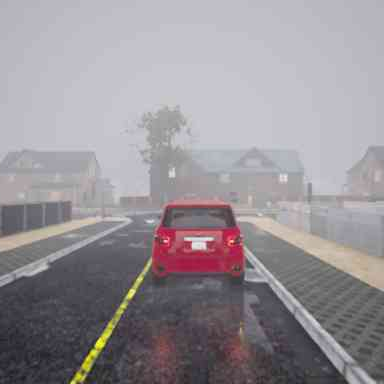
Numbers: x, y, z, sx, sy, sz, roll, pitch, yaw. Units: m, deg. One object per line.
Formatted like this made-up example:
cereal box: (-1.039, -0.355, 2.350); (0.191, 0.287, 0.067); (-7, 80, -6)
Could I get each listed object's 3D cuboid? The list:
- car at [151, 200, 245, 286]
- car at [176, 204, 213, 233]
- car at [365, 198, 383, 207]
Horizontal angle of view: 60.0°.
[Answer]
car: (0.136, 1.230, 9.601); (2.150, 2.045, 5.566); (0, 0, 0)
car: (0.295, 1.577, 21.215); (2.033, 1.411, 5.357); (0, 0, 4)
car: (18.072, 1.358, 32.837); (4.553, 1.767, 2.097); (0, 1, 2)
